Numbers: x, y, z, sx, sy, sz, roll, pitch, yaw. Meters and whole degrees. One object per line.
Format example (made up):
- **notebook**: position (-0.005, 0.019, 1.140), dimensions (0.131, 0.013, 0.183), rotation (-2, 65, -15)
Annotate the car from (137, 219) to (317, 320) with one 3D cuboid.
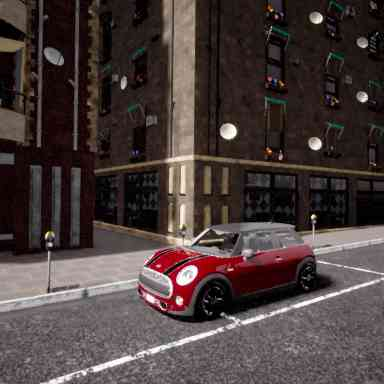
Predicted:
- **car**: position (0.854, 1.442, 7.300), dimensions (4.097, 1.590, 1.967), rotation (0, 1, -35)
